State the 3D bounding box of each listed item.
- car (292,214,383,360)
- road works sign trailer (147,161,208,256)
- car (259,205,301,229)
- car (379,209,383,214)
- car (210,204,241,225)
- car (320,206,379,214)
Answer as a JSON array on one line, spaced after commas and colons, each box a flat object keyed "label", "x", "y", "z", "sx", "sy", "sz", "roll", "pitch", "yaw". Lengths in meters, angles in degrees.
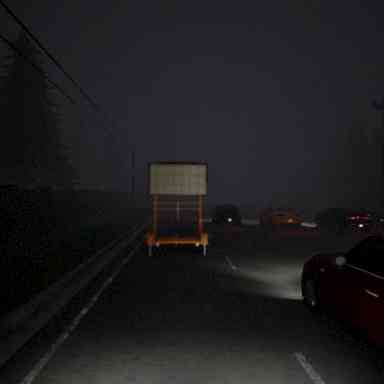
[{"label": "car", "x": 3.345, "y": 1.407, "z": 4.969, "sx": 2.097, "sy": 1.767, "sz": 4.553, "roll": 0, "pitch": 0, "yaw": -2}, {"label": "road works sign trailer", "x": -0.572, "y": 0.566, "z": 13.581, "sx": 2.380, "sy": 3.560, "sz": 2.880, "roll": 0, "pitch": 0, "yaw": -2}, {"label": "car", "x": 6.154, "y": 1.688, "z": 23.618, "sx": 1.882, "sy": 1.535, "sz": 5.008, "roll": 0, "pitch": 0, "yaw": -2}, {"label": "car", "x": 13.083, "y": 1.782, "z": 25.332, "sx": 1.812, "sy": 1.442, "sz": 4.674, "roll": 0, "pitch": 0, "yaw": -2}, {"label": "car", "x": 2.570, "y": 1.717, "z": 25.832, "sx": 1.837, "sy": 1.490, "sz": 4.892, "roll": 0, "pitch": 0, "yaw": -2}, {"label": "car", "x": 9.726, "y": 1.718, "z": 21.748, "sx": 1.837, "sy": 1.490, "sz": 4.892, "roll": 0, "pitch": 0, "yaw": -2}]
